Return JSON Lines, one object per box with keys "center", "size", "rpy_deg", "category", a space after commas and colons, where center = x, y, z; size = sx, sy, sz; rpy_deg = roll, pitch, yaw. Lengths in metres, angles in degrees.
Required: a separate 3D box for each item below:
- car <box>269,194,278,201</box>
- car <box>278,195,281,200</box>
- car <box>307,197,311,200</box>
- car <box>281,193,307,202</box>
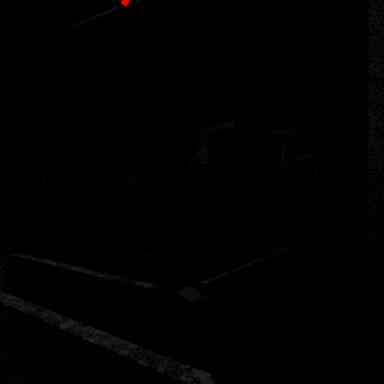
{"center": [16.896, 1.113, 77.437], "size": [4.605, 1.855, 1.932], "rpy_deg": [0, 0, 35], "category": "car"}
{"center": [24.618, 1.314, 87.237], "size": [4.514, 1.523, 2.007], "rpy_deg": [0, 0, 35], "category": "car"}
{"center": [23.866, 1.378, 72.608], "size": [3.806, 1.475, 1.970], "rpy_deg": [0, 0, 35], "category": "car"}
{"center": [21.460, 1.093, 70.234], "size": [3.866, 1.878, 1.905], "rpy_deg": [0, 0, 35], "category": "car"}
